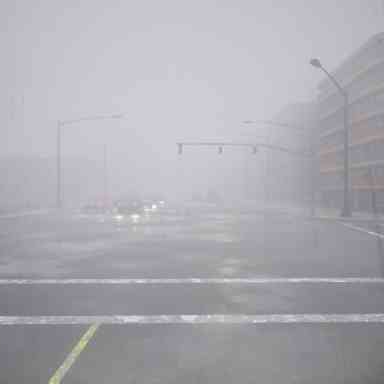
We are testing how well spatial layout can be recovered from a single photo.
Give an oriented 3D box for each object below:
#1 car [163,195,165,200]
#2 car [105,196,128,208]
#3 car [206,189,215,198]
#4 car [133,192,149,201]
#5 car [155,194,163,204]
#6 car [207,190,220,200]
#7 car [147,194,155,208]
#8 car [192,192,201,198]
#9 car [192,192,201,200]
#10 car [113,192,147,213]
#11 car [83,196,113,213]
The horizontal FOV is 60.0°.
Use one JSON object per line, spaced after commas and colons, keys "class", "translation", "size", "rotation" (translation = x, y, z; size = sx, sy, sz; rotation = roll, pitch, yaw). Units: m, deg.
{"class": "car", "translation": [-6.180, 1.012, 62.779], "size": [1.895, 1.301, 4.718], "rotation": [0, 1, 1]}
{"class": "car", "translation": [-9.789, 1.314, 43.473], "size": [1.994, 1.385, 4.181], "rotation": [0, 1, 0]}
{"class": "car", "translation": [4.421, 0.425, 75.886], "size": [2.150, 2.045, 5.566], "rotation": [0, 1, 0]}
{"class": "car", "translation": [-9.674, 0.896, 63.169], "size": [2.128, 1.511, 4.902], "rotation": [0, 1, 1]}
{"class": "car", "translation": [-6.253, 1.080, 52.650], "size": [2.128, 1.511, 4.902], "rotation": [0, 1, 0]}
{"class": "car", "translation": [4.487, 0.919, 65.903], "size": [1.994, 1.385, 4.181], "rotation": [0, 1, 0]}
{"class": "car", "translation": [-6.289, 1.277, 43.369], "size": [1.812, 1.442, 4.674], "rotation": [0, 1, 0]}
{"class": "car", "translation": [0.919, 0.649, 75.735], "size": [2.033, 1.411, 5.357], "rotation": [0, 1, 0]}
{"class": "car", "translation": [0.885, 0.959, 65.759], "size": [1.895, 1.301, 4.718], "rotation": [0, 1, 0]}
{"class": "car", "translation": [-6.320, 1.226, 34.486], "size": [2.097, 1.767, 4.553], "rotation": [0, 1, 0]}
{"class": "car", "translation": [-9.818, 1.225, 34.831], "size": [2.097, 1.767, 4.553], "rotation": [0, 1, 0]}
